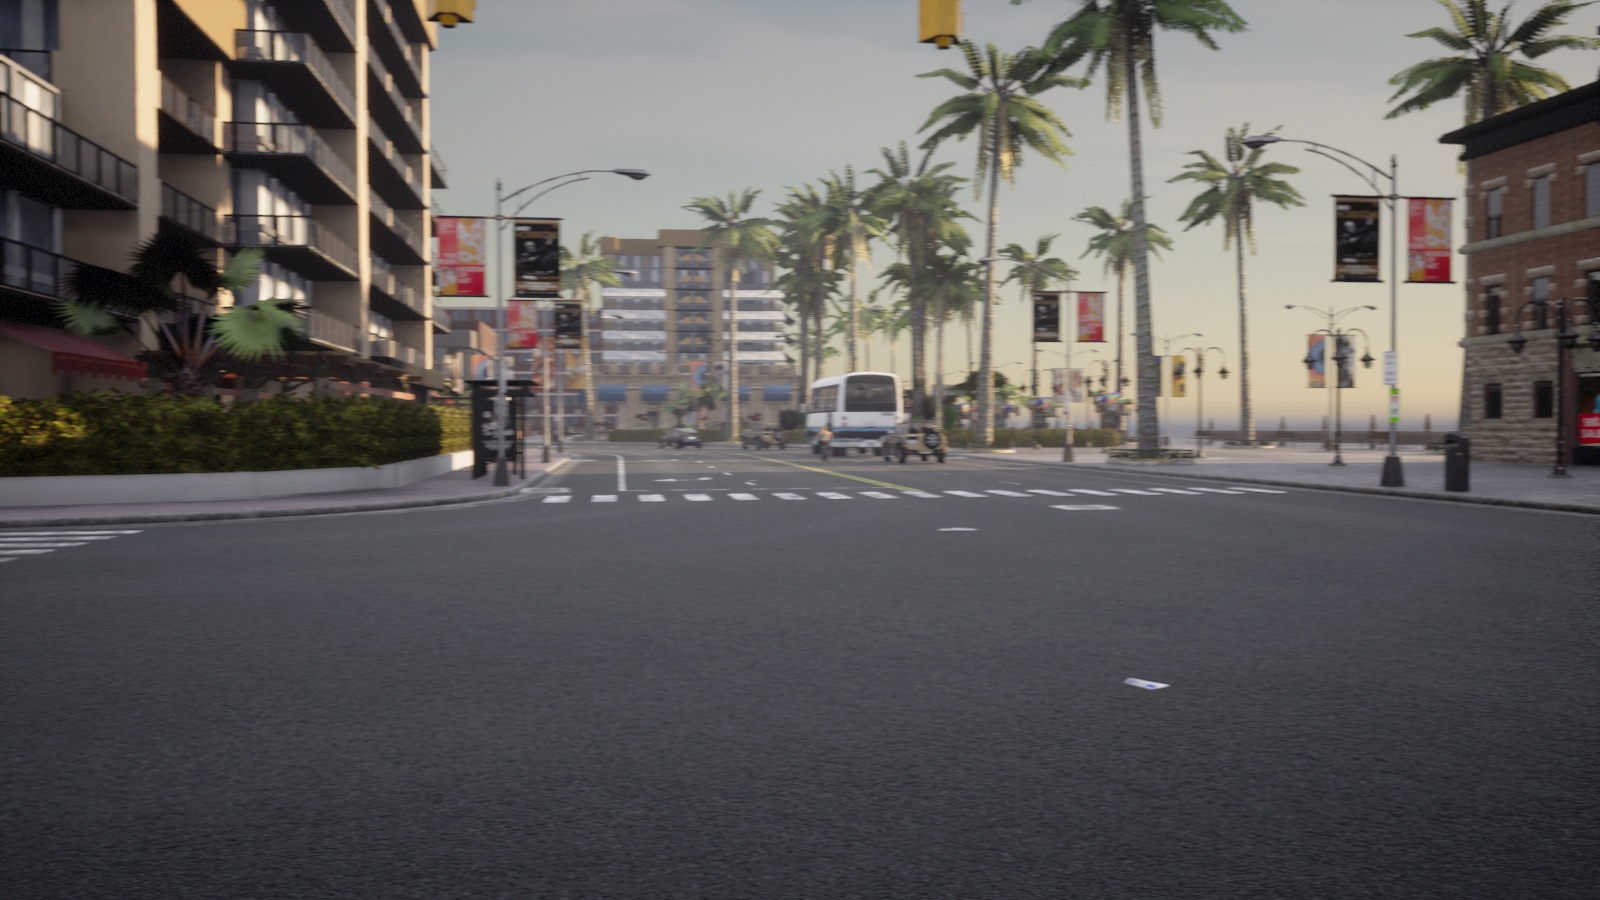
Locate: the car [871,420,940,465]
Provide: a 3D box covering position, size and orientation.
[{"bbox_3d":[4.424,-0.353,53.365,1.932,1.855,4.605,0,1,-8],"label":"car"}]

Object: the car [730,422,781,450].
[{"bbox_3d":[-3.075,-0.976,85.360,1.932,1.855,4.605,0,1,-23],"label":"car"}]

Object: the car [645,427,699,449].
[{"bbox_3d":[-9.191,-0.895,89.880,2.163,1.488,4.792,0,1,-28],"label":"car"}]

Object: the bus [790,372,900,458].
[{"bbox_3d":[2.218,-1.822,67.689,3.944,4.253,10.273,0,1,-9],"label":"bus"}]
